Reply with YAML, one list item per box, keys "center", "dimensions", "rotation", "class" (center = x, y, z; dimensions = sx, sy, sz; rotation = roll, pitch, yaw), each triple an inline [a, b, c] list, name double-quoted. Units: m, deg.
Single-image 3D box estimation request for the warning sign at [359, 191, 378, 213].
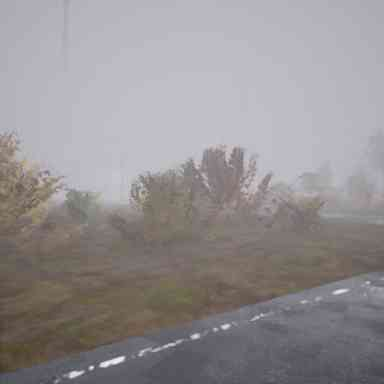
- center: [15.644, 0.879, 29.489]
  dimensions: [1.300, 1.860, 1.060]
  rotation: [0, 0, -33]
  class: "warning sign"
